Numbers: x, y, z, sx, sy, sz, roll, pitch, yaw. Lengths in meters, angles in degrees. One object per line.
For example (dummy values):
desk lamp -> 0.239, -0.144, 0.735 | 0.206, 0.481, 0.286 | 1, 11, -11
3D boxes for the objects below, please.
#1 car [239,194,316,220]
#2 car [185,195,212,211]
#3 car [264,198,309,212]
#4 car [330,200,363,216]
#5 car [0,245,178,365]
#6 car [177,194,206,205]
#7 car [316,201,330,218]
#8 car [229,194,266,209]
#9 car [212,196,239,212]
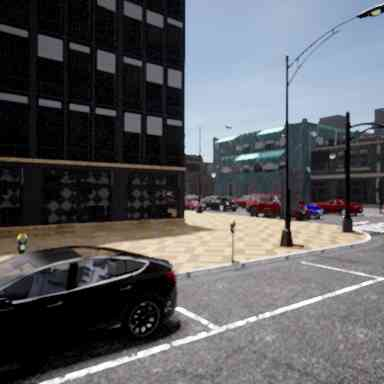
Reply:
car -> 6.295, 1.090, 25.130 | 2.192, 1.841, 5.009 | 1, 0, -36
car -> -0.281, 1.219, 34.067 | 1.802, 1.307, 4.206 | 1, 0, -36
car -> 9.757, 1.325, 34.561 | 1.802, 1.307, 4.206 | 1, 0, -36
car -> 13.042, 1.356, 30.093 | 1.887, 1.381, 4.507 | 1, 0, -36
car -> -2.222, 1.565, 4.970 | 4.313, 1.339, 1.947 | 0, 0, -36
car -> -0.097, 1.085, 47.968 | 2.008, 1.369, 4.403 | 1, 0, -36
car -> 8.257, 1.310, 26.806 | 1.812, 1.442, 4.674 | 0, 1, -38
car -> 6.474, 1.114, 39.031 | 1.967, 1.590, 4.097 | 1, 0, -36
car -> 2.753, 1.173, 34.300 | 1.837, 1.490, 4.892 | 0, 1, -36
